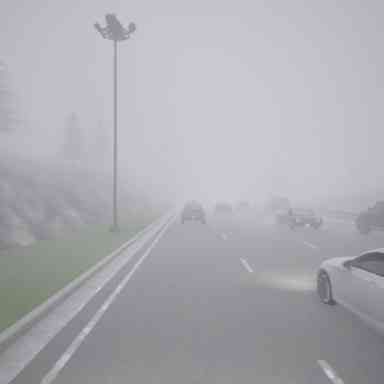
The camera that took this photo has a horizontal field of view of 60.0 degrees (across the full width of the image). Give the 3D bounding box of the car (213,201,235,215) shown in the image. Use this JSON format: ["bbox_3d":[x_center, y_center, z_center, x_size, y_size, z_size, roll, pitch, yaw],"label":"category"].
[{"bbox_3d":[3.589,1.824,39.580,1.882,1.535,5.008,0,0,0],"label":"car"}]

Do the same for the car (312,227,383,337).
[{"bbox_3d":[3.602,1.571,5.265,1.812,1.442,4.674,0,0,0],"label":"car"}]

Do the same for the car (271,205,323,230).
[{"bbox_3d":[7.093,1.797,22.620,1.895,1.301,4.718,0,0,0],"label":"car"}]

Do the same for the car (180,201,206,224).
[{"bbox_3d":[0.092,1.731,27.123,2.128,1.511,4.902,0,0,0],"label":"car"}]

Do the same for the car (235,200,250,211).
[{"bbox_3d":[7.086,1.923,47.708,1.837,1.490,4.892,0,0,0],"label":"car"}]

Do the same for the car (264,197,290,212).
[{"bbox_3d":[10.588,1.584,41.459,2.150,2.045,5.566,0,0,0],"label":"car"}]

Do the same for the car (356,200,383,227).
[{"bbox_3d":[10.594,1.368,16.979,2.150,2.045,5.566,0,0,0],"label":"car"}]
